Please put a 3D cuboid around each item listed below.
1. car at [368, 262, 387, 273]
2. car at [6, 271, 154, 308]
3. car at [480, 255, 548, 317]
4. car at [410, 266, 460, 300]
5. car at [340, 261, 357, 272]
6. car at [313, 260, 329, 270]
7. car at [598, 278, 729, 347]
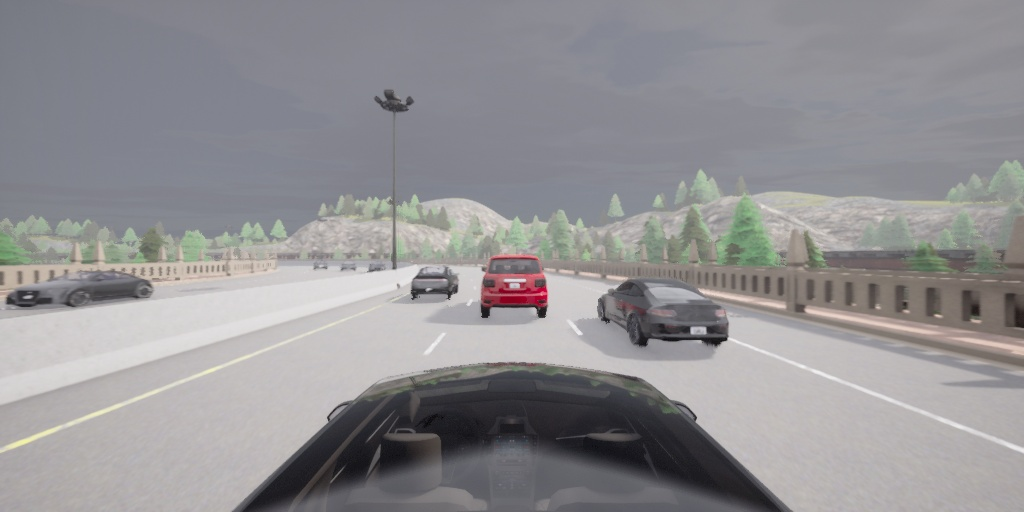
[{"bbox_3d":[-16.564,1.404,44.189,1.994,1.385,4.181,0,0,-20],"label":"car"},{"bbox_3d":[-17.794,1.323,15.105,1.994,1.385,4.181,0,0,-3],"label":"car"},{"bbox_3d":[0.022,0.976,13.299,2.150,2.045,5.566,0,0,-1],"label":"car"},{"bbox_3d":[-3.710,1.251,17.797,2.128,1.511,4.902,0,0,-3],"label":"car"},{"bbox_3d":[-22.385,1.400,49.205,1.812,1.442,4.674,0,0,-24],"label":"car"},{"bbox_3d":[-29.367,1.421,55.115,2.128,1.511,4.902,0,0,-29],"label":"car"},{"bbox_3d":[3.588,1.278,9.221,1.812,1.442,4.674,0,0,0],"label":"car"}]
